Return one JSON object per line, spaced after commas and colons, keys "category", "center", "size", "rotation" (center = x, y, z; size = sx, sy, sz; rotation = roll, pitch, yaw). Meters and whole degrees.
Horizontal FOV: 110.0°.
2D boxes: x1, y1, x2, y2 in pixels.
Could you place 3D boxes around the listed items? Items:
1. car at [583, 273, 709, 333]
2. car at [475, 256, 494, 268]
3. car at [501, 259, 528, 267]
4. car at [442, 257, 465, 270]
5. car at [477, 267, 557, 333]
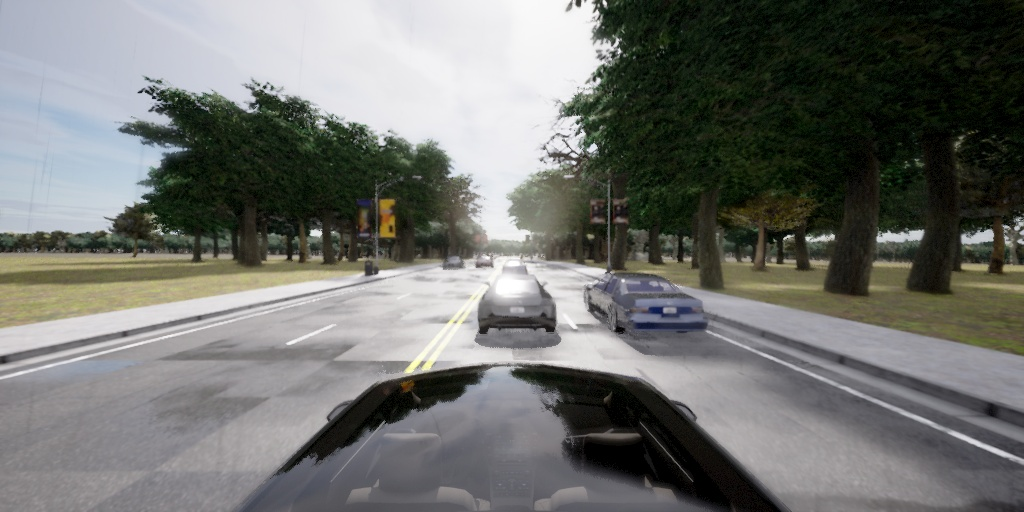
{"category": "car", "center": [3.384, 1.175, 10.185], "size": [2.033, 1.411, 5.357], "rotation": [0, 1, 0]}
{"category": "car", "center": [-3.171, 0.733, 42.469], "size": [1.994, 1.385, 4.181], "rotation": [0, 1, 0]}
{"category": "car", "center": [0.194, 0.948, 26.200], "size": [2.033, 1.411, 5.357], "rotation": [0, 1, 0]}
{"category": "car", "center": [-6.423, 0.770, 39.857], "size": [1.994, 1.385, 4.181], "rotation": [0, 1, 1]}
{"category": "car", "center": [0.132, 1.190, 10.307], "size": [1.994, 1.385, 4.181], "rotation": [0, 1, 0]}
